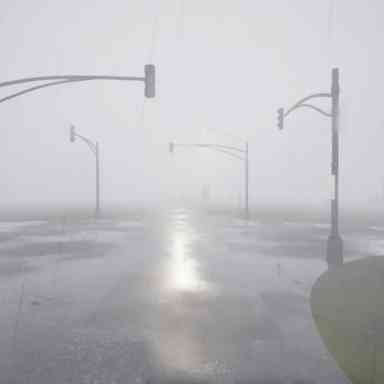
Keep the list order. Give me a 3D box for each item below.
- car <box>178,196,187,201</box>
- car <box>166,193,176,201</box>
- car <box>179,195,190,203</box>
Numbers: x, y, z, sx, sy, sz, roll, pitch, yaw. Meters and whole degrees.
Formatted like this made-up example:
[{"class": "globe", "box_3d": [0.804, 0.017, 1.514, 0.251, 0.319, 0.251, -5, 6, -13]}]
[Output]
[{"class": "car", "box_3d": [-2.251, 1.549, 79.939, 1.895, 1.301, 4.718, 0, 0, -4]}, {"class": "car", "box_3d": [-4.633, 1.005, 73.957, 2.097, 1.767, 4.553, 0, 0, -3]}, {"class": "car", "box_3d": [-1.645, 1.375, 69.865, 2.097, 1.767, 4.553, 0, 0, -3]}]
